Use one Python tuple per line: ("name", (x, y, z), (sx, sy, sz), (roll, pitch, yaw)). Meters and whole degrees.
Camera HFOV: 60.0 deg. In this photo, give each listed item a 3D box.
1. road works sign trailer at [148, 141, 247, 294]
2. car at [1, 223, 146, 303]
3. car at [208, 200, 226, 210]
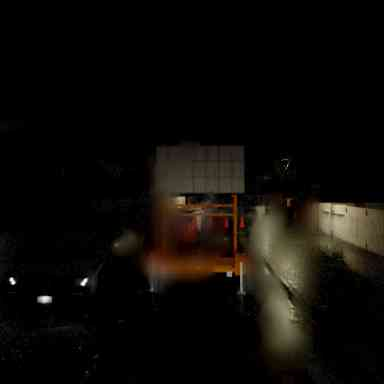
("road works sign trailer", (0.226, 0.469, 8.834), (2.380, 3.560, 2.880), (0, 0, 5))
("car", (-2.502, 1.553, 8.654), (2.033, 1.411, 5.357), (0, 0, 3))
("car", (3.352, 1.678, 44.208), (1.895, 1.301, 4.718), (0, 0, 14))
